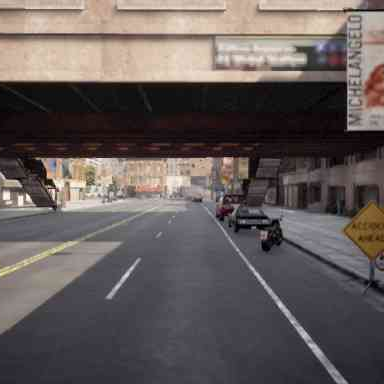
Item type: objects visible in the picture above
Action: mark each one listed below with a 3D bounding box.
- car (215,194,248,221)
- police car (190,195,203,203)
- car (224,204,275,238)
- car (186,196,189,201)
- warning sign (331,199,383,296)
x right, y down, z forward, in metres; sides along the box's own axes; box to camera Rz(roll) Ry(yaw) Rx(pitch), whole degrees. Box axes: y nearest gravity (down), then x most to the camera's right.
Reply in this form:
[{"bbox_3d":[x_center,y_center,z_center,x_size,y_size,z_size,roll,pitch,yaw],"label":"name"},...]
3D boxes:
[{"bbox_3d":[3.180,1.214,26.981,2.435,2.045,5.566,0,0,0],"label":"car"},{"bbox_3d":[1.158,1.442,67.145,1.930,1.638,5.238,0,0,0],"label":"police car"},{"bbox_3d":[3.225,1.579,19.584,1.895,1.301,4.718,0,0,0],"label":"car"},{"bbox_3d":[-0.197,1.565,84.509,1.812,1.442,4.674,0,0,-14],"label":"car"},{"bbox_3d":[3.800,1.099,7.032,1.300,1.860,1.060,0,0,0],"label":"warning sign"}]
